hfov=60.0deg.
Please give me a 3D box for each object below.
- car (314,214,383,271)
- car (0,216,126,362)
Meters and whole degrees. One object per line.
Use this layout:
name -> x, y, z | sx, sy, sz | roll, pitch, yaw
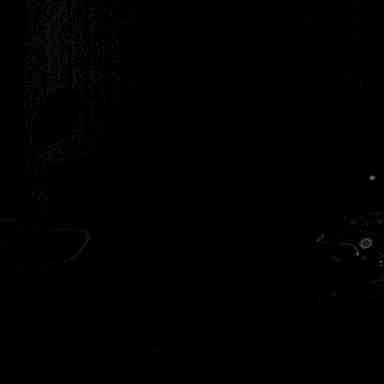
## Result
car -> 5.845, 1.457, 10.921 | 4.097, 1.590, 1.967 | 0, 0, -35
car -> -3.346, 1.314, 4.380 | 5.009, 1.841, 2.192 | 0, 0, -35
